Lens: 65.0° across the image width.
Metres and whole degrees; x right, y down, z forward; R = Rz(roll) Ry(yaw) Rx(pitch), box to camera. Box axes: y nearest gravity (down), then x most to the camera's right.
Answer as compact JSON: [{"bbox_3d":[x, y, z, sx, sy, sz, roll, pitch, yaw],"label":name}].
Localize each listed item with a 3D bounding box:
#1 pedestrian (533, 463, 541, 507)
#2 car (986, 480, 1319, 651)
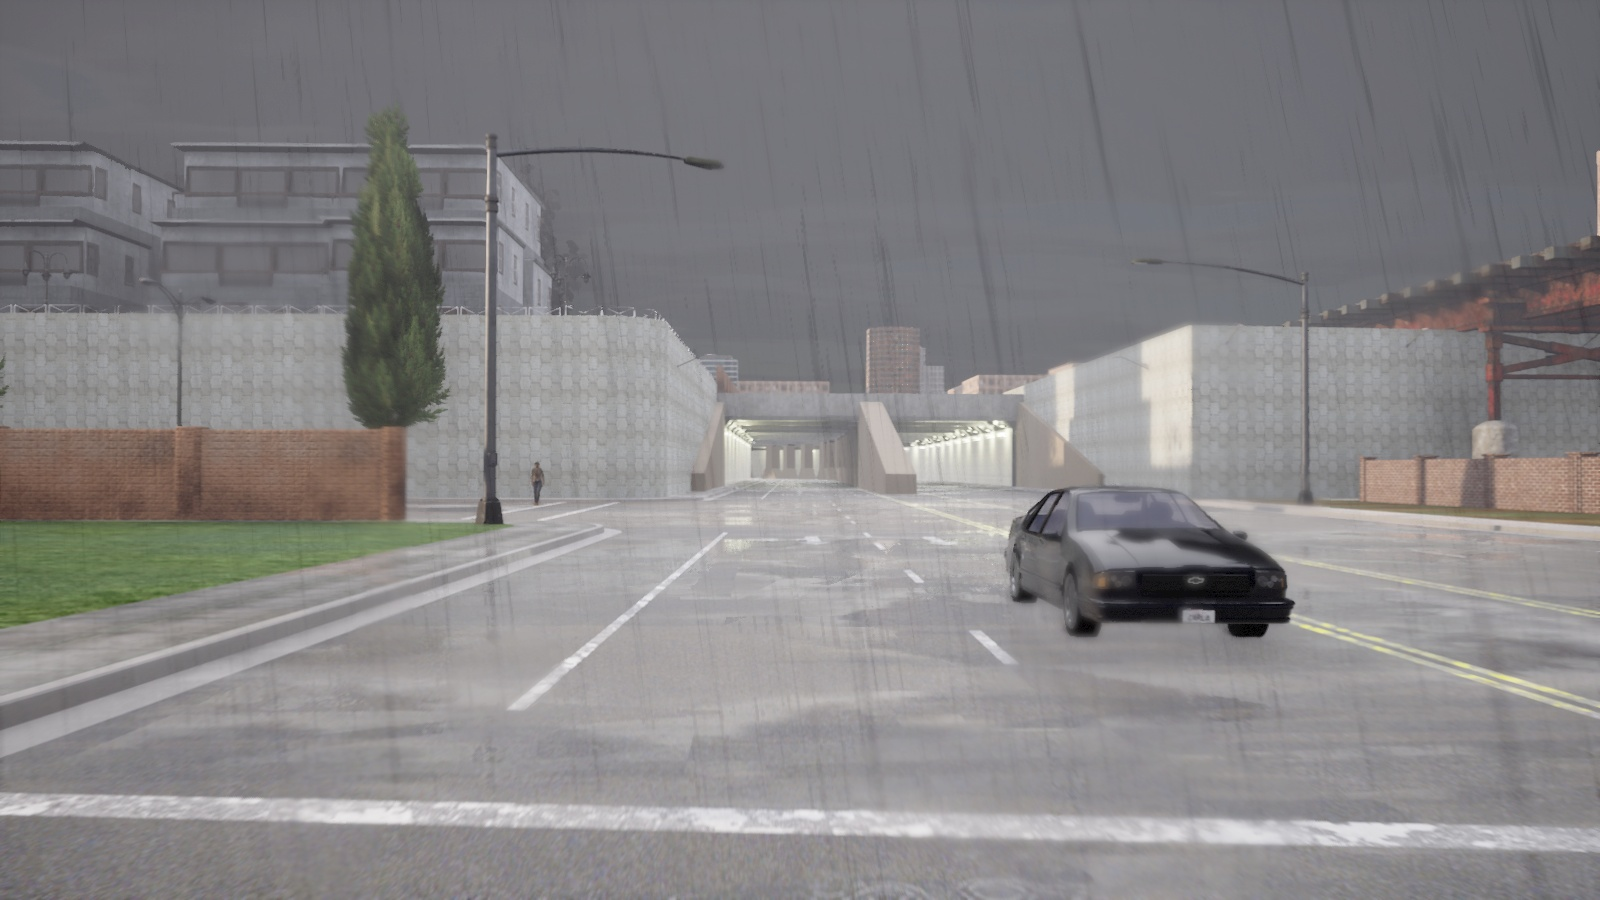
[{"bbox_3d":[-10.758,1.425,51.417,0.328,1.805,0.869,0,-1,-12],"label":"pedestrian"},{"bbox_3d":[3.434,1.058,13.502,2.033,1.411,5.357,0,-1,0],"label":"car"}]
